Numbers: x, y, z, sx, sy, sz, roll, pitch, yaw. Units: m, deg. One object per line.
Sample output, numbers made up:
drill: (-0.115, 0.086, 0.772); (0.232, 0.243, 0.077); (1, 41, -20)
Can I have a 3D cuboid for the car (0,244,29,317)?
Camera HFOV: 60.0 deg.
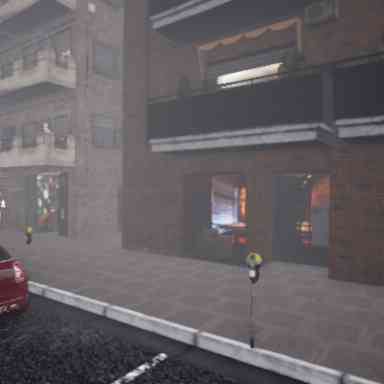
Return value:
car: (-4.889, 1.440, 6.199); (4.097, 1.590, 1.967); (0, 1, 36)
